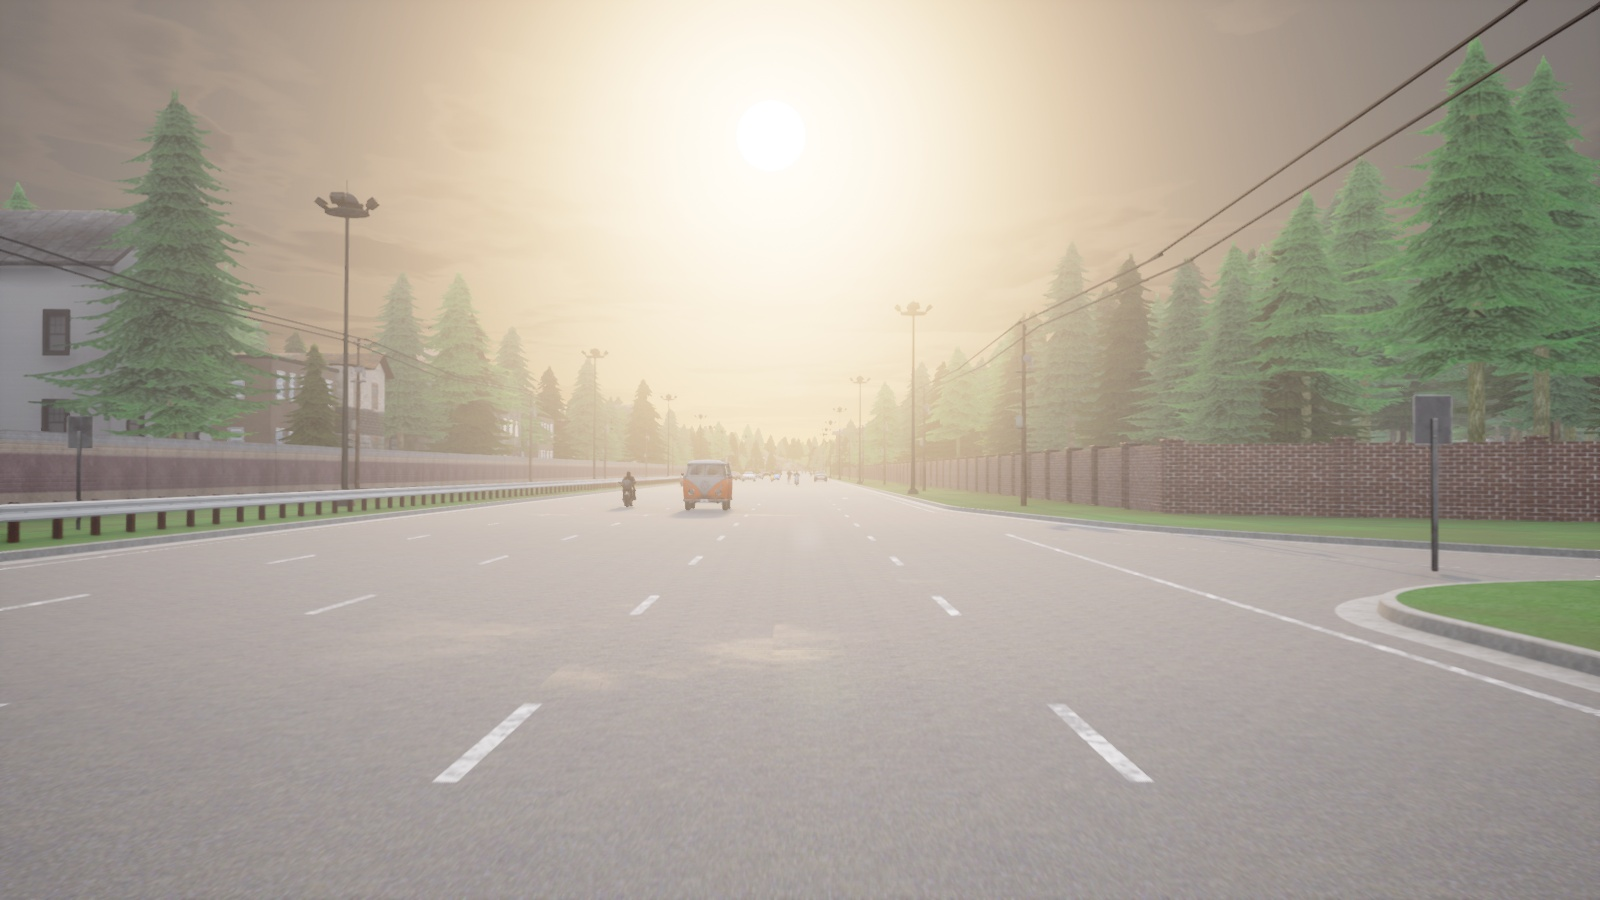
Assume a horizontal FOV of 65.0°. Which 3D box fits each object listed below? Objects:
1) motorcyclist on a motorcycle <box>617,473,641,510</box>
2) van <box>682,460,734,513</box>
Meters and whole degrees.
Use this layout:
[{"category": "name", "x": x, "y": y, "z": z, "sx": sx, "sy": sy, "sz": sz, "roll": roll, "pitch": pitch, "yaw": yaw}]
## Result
[{"category": "motorcyclist on a motorcycle", "x": -7.168, "y": 1.713, "z": 52.725, "sx": 0.797, "sy": 1.523, "sz": 2.044, "roll": 0, "pitch": -1, "yaw": -1}, {"category": "van", "x": -3.628, "y": 1.422, "z": 49.936, "sx": 1.775, "sy": 1.987, "sz": 4.442, "roll": 0, "pitch": -1, "yaw": 0}]
